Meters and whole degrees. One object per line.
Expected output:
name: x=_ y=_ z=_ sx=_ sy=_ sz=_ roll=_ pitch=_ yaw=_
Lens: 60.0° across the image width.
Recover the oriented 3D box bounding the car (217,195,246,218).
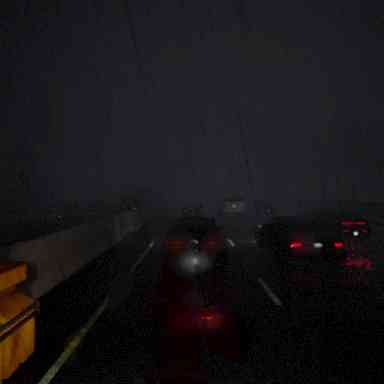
car: x=3.598 y=1.264 z=31.020 sx=2.150 sy=2.045 sz=5.566 roll=0 pitch=0 yaw=0

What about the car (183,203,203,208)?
car: x=0.096 y=1.642 z=30.447 sx=1.895 sy=1.301 sz=4.718 roll=0 pitch=0 yaw=0

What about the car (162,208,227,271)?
car: x=0.080 y=1.522 z=10.947 sx=1.837 sy=1.490 sz=4.892 roll=0 pitch=0 yaw=0

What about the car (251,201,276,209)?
car: x=7.089 y=1.570 z=33.055 sx=1.812 sy=1.442 sz=4.674 roll=0 pitch=0 yaw=0

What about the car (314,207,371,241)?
car: x=7.095 y=1.528 z=16.817 sx=1.837 sy=1.490 sz=4.892 roll=0 pitch=0 yaw=0

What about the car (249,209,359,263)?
car: x=3.584 y=1.564 z=11.939 sx=2.033 sy=1.411 sz=5.357 roll=0 pitch=0 yaw=0
